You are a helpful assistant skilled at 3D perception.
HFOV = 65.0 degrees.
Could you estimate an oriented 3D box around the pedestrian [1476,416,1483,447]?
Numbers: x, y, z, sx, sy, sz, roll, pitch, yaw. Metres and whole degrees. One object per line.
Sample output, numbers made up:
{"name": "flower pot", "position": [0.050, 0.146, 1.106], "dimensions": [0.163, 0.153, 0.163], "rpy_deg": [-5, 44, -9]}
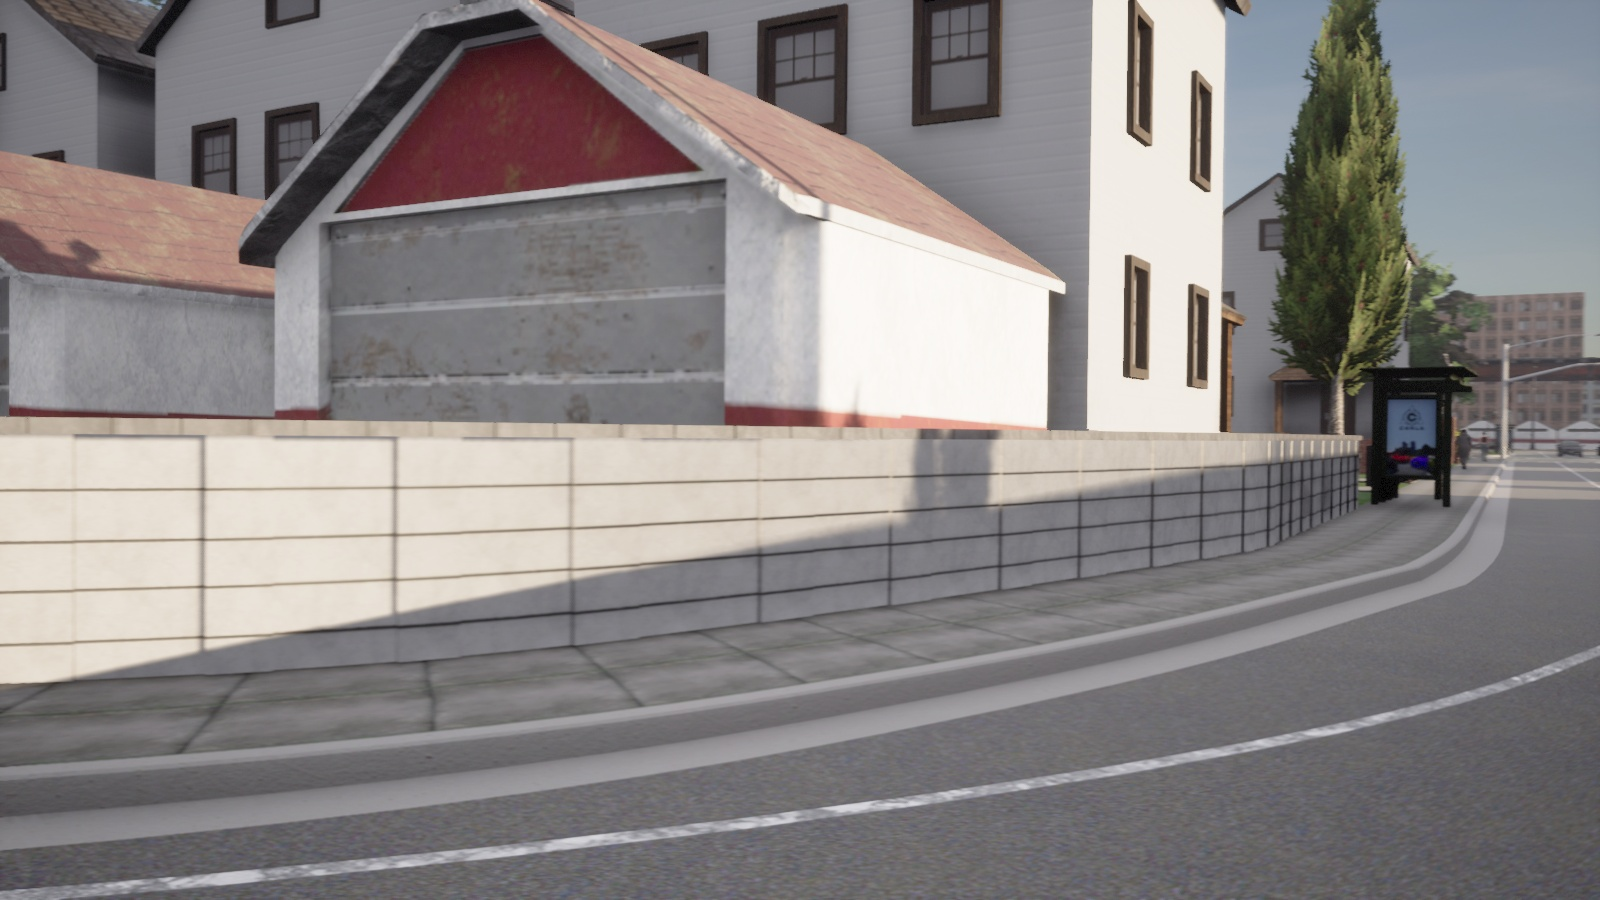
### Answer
{"name": "pedestrian", "position": [41.240, -1.119, 76.254], "dimensions": [0.345, 1.836, 0.594], "rpy_deg": [0, 1, 30]}

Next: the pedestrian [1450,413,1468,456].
{"name": "pedestrian", "position": [30.146, -0.720, 57.438], "dimensions": [0.659, 1.952, 0.873], "rpy_deg": [0, 1, 30]}
